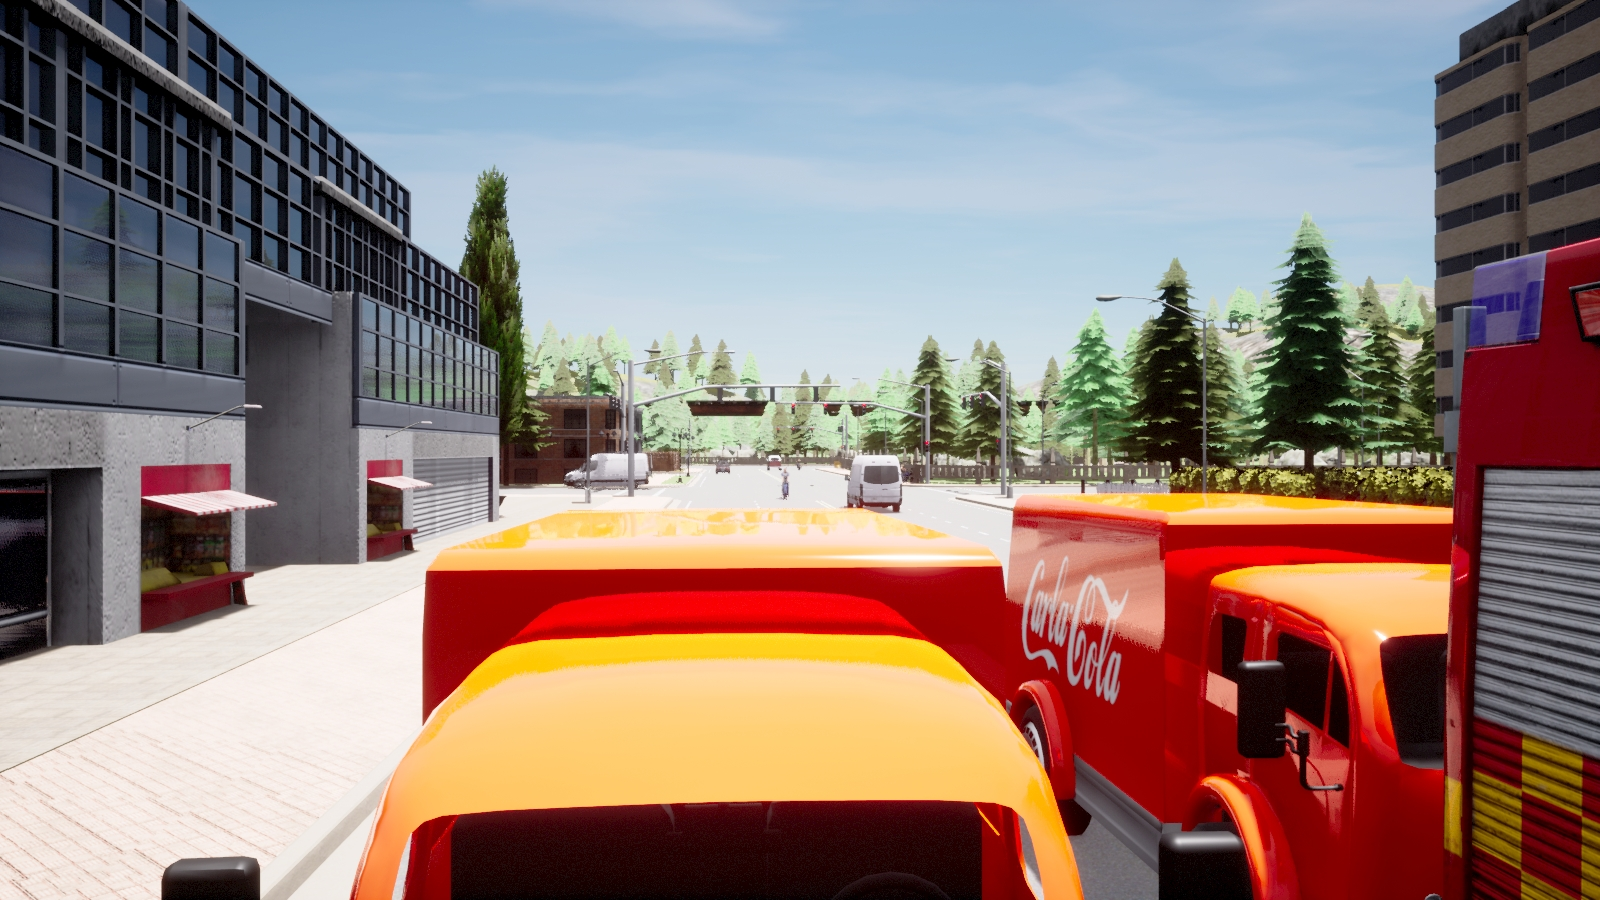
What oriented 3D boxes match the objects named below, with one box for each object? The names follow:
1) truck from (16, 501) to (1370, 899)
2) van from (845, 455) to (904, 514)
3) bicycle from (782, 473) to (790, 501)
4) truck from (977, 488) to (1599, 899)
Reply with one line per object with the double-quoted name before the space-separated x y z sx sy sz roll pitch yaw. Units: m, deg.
"truck" -0.347 1.568 4.821 2.627 2.467 5.204 0 0 -4
"van" 3.411 1.534 53.444 1.988 2.561 5.915 0 0 -4
"bicycle" -0.805 2.056 63.967 0.373 1.496 1.643 0 0 -4
"truck" 3.003 1.567 7.235 2.627 2.467 5.204 0 0 -4
